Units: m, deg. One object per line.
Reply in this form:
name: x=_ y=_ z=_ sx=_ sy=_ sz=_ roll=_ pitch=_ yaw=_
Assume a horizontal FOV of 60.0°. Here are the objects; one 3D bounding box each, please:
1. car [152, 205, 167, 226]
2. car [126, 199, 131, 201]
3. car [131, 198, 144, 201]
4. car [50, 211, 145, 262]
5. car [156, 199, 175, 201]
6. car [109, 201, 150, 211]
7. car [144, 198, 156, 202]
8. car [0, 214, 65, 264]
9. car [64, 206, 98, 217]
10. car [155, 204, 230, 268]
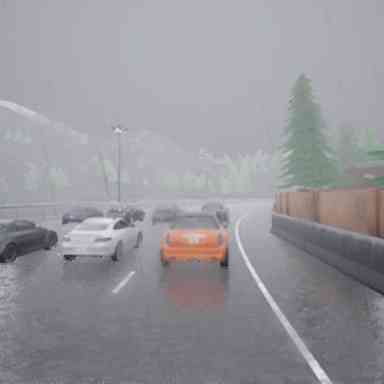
car: x=-1.723 y=1.761 z=25.950 sx=2.128 sy=1.511 sz=4.902 roll=0 pitch=0 yaw=10
car: x=-14.349 y=2.285 z=78.567 sx=1.882 sy=1.535 sz=5.008 roll=0 pitch=-1 yaw=24
car: x=-11.273 y=2.146 z=76.879 sx=2.097 sy=1.767 sz=4.553 roll=0 pitch=-1 yaw=24
car: x=-3.238 y=1.656 z=12.589 sx=1.812 sy=1.442 sz=4.674 roll=0 pitch=0 yaw=5
car: x=-5.171 y=2.281 z=73.423 sx=2.128 sy=1.511 sz=4.902 roll=0 pitch=-1 yaw=24
car: x=-5.186 y=1.766 z=26.457 sx=2.128 sy=1.511 sz=4.902 roll=0 pitch=0 yaw=10
car: x=-8.241 y=2.367 z=75.108 sx=1.895 sy=1.301 sz=4.718 roll=0 pitch=-1 yaw=24
car: x=-6.764 y=1.692 z=12.379 sx=1.994 sy=1.385 sz=4.181 roll=0 pitch=-1 yaw=5
car: x=-8.660 y=1.841 z=26.904 sx=1.994 sy=1.385 sz=4.181 roll=0 pitch=-1 yaw=10
car: x=0.221 y=1.475 z=11.935 sx=2.097 sy=1.767 sz=4.553 roll=0 pitch=-1 yaw=5
